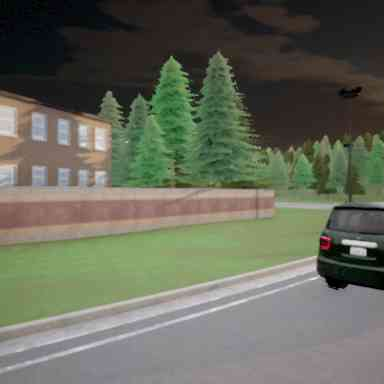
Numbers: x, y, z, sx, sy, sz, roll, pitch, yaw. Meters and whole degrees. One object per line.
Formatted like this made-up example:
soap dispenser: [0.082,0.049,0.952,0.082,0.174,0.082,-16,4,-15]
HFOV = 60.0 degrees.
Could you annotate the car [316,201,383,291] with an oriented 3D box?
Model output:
car: [5.194,1.240,8.191,5.566,2.045,2.150,0,0,-42]
